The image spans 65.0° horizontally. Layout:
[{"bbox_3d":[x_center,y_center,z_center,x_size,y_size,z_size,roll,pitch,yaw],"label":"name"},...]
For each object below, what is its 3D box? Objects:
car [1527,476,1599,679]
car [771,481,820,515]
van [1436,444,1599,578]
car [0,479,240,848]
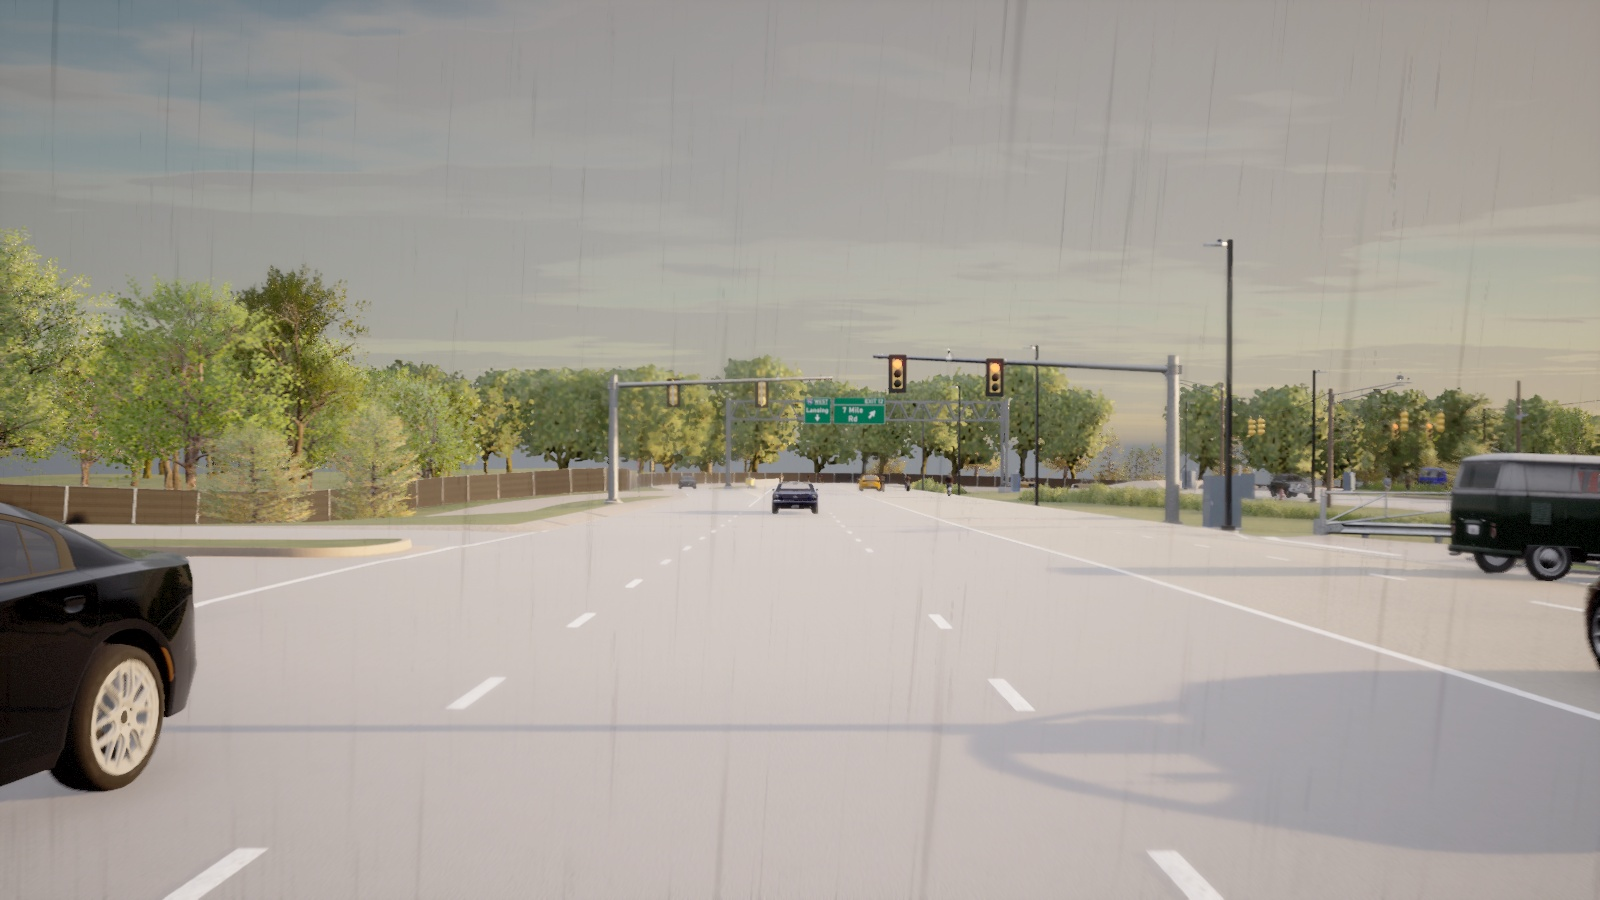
[{"bbox_3d":[6.971,0.915,7.755,2.163,1.488,4.792,0,-1,0],"label":"car"},{"bbox_3d":[-0.171,1.931,51.126,1.895,1.301,4.718,0,-1,0],"label":"car"},{"bbox_3d":[12.822,0.987,20.015,4.442,1.987,1.775,2,-1,0],"label":"van"},{"bbox_3d":[-4.310,0.881,4.744,1.882,1.535,5.008,0,-1,4],"label":"car"}]
